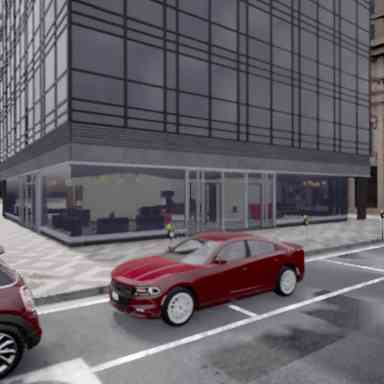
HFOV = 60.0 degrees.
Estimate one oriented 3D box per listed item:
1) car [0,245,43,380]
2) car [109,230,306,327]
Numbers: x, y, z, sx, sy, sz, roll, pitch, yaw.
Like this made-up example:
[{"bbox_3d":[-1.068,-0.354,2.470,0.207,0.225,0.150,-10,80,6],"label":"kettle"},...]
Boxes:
[{"bbox_3d":[-4.044,1.442,3.768,4.097,1.590,1.967,0,0,-35],"label":"car"},{"bbox_3d":[0.518,1.542,7.019,4.507,1.381,1.887,0,0,-35],"label":"car"}]
